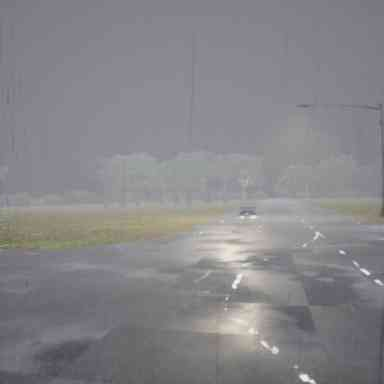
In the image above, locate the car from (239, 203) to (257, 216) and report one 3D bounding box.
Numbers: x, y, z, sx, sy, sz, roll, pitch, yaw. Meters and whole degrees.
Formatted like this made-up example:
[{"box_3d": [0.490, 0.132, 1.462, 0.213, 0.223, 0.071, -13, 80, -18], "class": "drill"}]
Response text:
[{"box_3d": [6.662, 2.020, 39.383, 2.033, 1.411, 5.357, -2, -1, 13], "class": "car"}]
